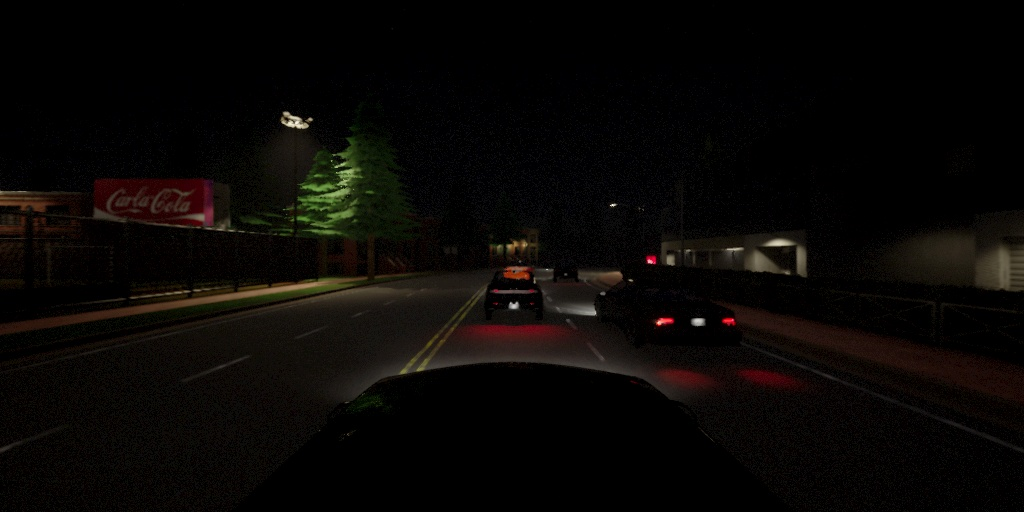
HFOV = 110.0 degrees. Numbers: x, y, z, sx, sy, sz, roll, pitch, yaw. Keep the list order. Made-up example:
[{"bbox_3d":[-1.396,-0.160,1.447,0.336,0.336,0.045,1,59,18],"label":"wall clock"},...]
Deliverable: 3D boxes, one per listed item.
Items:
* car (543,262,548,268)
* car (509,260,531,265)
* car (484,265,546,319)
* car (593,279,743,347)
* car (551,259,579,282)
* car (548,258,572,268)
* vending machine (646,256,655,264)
[{"bbox_3d":[6.628,1.320,56.377,1.994,1.385,4.181,0,0,43],"label":"car"},{"bbox_3d":[0.666,1.104,27.677,2.097,1.767,4.553,0,0,7],"label":"car"},{"bbox_3d":[0.068,1.243,12.745,2.128,1.511,4.902,0,0,0],"label":"car"},{"bbox_3d":[3.545,1.299,9.301,2.033,1.411,5.357,0,0,1],"label":"car"},{"bbox_3d":[4.479,1.231,29.502,1.882,1.535,5.008,0,0,10],"label":"car"},{"bbox_3d":[7.745,1.108,52.372,2.097,1.767,4.553,0,0,41],"label":"car"},{"bbox_3d":[18.314,0.951,47.285,1.100,2.100,0.880,0,0,45],"label":"vending machine"}]
